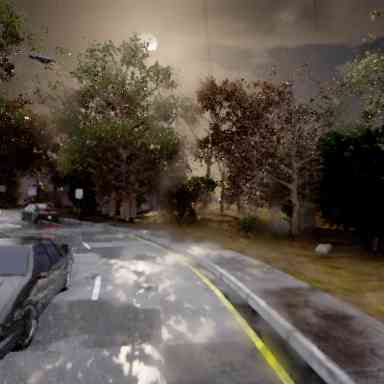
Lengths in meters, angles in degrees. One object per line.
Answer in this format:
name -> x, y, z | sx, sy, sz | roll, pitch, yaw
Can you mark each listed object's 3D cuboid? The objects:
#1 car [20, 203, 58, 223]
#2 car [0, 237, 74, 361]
car -> -12.875, 1.696, 27.910 | 1.837, 1.490, 4.892 | 1, 0, -44
car -> -3.584, 1.627, 6.417 | 2.033, 1.411, 5.357 | 0, -1, -10
